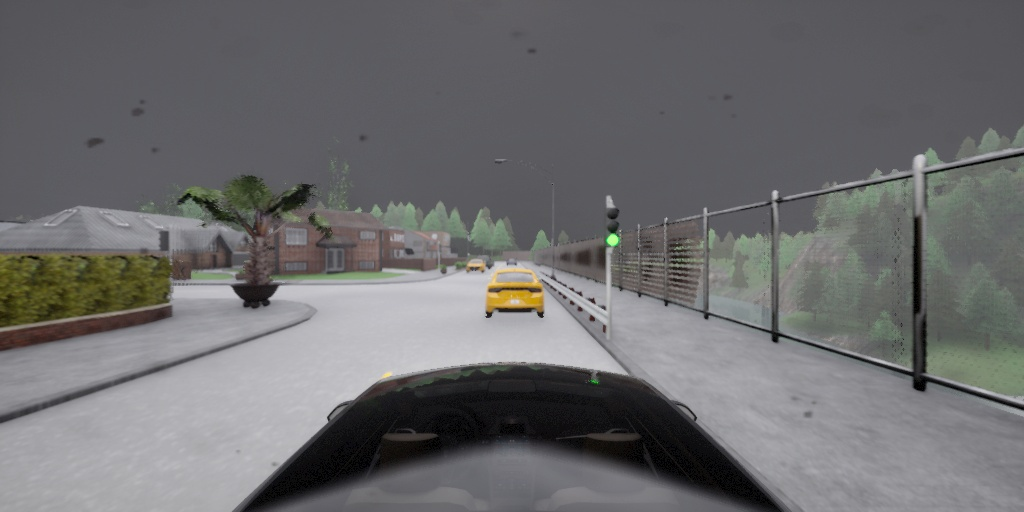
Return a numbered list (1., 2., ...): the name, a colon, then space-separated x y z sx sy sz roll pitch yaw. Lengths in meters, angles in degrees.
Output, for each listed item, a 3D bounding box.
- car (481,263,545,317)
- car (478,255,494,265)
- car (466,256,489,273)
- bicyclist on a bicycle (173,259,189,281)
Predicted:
1. car: 0.094 1.198 13.130 1.882 1.535 5.008 0 0 0
2. car: -4.094 0.841 51.442 2.150 2.045 5.566 0 0 0
3. car: -4.111 1.123 41.498 1.882 1.535 5.008 0 0 0
4. bicyclist on a bicycle: -24.293 1.035 26.118 0.582 1.620 1.656 0 0 0
